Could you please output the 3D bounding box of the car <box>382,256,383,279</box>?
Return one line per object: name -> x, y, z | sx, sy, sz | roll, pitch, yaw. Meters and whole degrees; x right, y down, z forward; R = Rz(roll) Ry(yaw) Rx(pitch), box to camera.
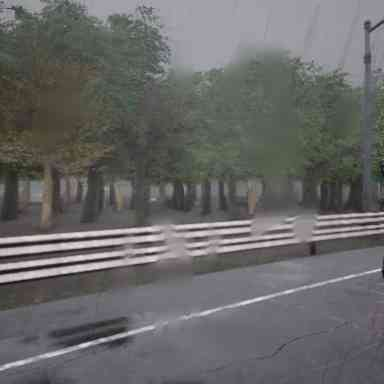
car -> 6.675, 1.335, 7.987 | 4.553, 1.767, 2.097 | 0, 0, -32
